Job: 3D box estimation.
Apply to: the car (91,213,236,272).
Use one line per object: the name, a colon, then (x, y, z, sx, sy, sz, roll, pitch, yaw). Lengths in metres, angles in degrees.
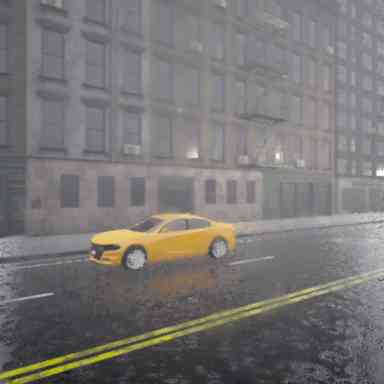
car: (-0.796, 1.481, 11.060, 5.008, 1.535, 1.882, 0, 0, -35)
